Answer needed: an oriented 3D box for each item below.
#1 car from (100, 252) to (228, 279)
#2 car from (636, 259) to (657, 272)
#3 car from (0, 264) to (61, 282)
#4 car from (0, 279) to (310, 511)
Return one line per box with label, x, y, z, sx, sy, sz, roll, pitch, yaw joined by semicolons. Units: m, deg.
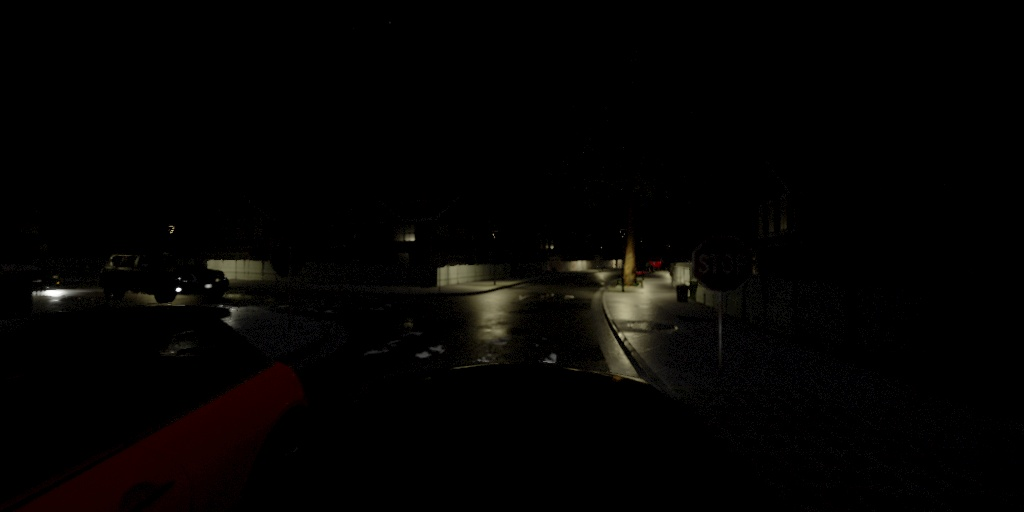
car;-15.288;0.877;15.770;5.566;2.045;2.150;1;-1;17
car;19.708;1.575;53.167;1.837;1.490;4.892;0;0;31
car;-26.520;1.102;19.144;4.181;1.385;1.994;1;-1;16
car;-2.487;1.092;0.883;2.097;1.767;4.553;0;0;-5
